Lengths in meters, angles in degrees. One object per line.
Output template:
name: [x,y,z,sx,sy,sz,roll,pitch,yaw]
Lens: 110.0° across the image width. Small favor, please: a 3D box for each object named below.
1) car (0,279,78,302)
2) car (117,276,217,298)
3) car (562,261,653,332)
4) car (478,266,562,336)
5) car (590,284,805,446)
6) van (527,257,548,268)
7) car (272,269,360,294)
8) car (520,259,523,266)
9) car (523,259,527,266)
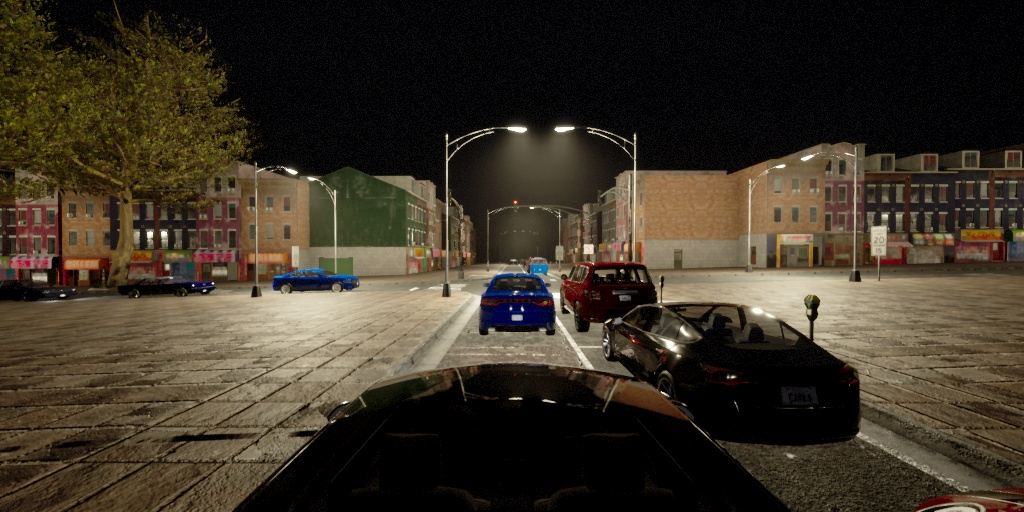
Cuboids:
car: [-30.964,2.180,22.613,5.357,1.411,2.033,-2,1,1]
car: [-21.565,1.940,22.579,4.718,1.301,1.895,-2,1,0]
car: [2.669,1.064,10.758,2.192,1.841,5.009,0,0,0]
car: [0.147,1.227,10.482,1.882,1.535,5.008,0,0,1]
car: [2.648,1.315,5.356,1.948,1.339,4.313,0,0,0]
van: [2.772,1.105,37.119,1.690,1.789,3.998,0,0,0]
car: [-12.234,1.542,22.547,5.008,1.535,1.882,-2,1,-1]
car: [2.877,1.358,64.150,2.007,1.370,4.403,0,0,0]
car: [2.793,1.085,42.524,2.192,1.841,5.009,0,0,0]
